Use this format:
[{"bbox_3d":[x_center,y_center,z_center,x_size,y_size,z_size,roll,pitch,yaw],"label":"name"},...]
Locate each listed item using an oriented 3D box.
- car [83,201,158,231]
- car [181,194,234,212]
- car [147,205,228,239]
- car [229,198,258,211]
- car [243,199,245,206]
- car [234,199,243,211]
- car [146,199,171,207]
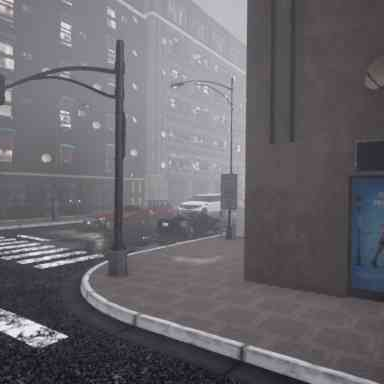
[{"bbox_3d":[-4.530,1.487,20.820,1.812,1.442,4.674,1,1,35],"label":"car"},{"bbox_3d":[1.144,1.171,28.905,2.150,2.045,5.566,1,1,35],"label":"car"},{"bbox_3d":[-0.081,1.599,17.733,1.947,1.339,4.313,1,1,35],"label":"car"},{"bbox_3d":[6.302,1.483,40.556,1.802,1.307,4.206,1,1,35],"label":"car"},{"bbox_3d":[7.017,1.289,37.261,2.097,1.767,4.553,1,1,35],"label":"car"},{"bbox_3d":[3.096,1.223,35.979,2.192,1.841,5.009,1,1,35],"label":"car"},{"bbox_3d":[-3.322,1.362,26.830,1.967,1.590,4.097,1,1,35],"label":"car"}]
